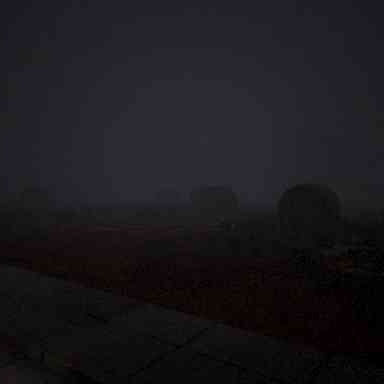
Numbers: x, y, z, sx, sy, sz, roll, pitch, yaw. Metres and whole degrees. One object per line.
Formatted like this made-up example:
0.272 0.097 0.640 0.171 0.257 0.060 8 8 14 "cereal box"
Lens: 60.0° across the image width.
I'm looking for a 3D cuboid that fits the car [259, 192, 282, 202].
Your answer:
15.281 0.955 65.677 3.866 1.878 1.905 -2 6 -11 "car"
